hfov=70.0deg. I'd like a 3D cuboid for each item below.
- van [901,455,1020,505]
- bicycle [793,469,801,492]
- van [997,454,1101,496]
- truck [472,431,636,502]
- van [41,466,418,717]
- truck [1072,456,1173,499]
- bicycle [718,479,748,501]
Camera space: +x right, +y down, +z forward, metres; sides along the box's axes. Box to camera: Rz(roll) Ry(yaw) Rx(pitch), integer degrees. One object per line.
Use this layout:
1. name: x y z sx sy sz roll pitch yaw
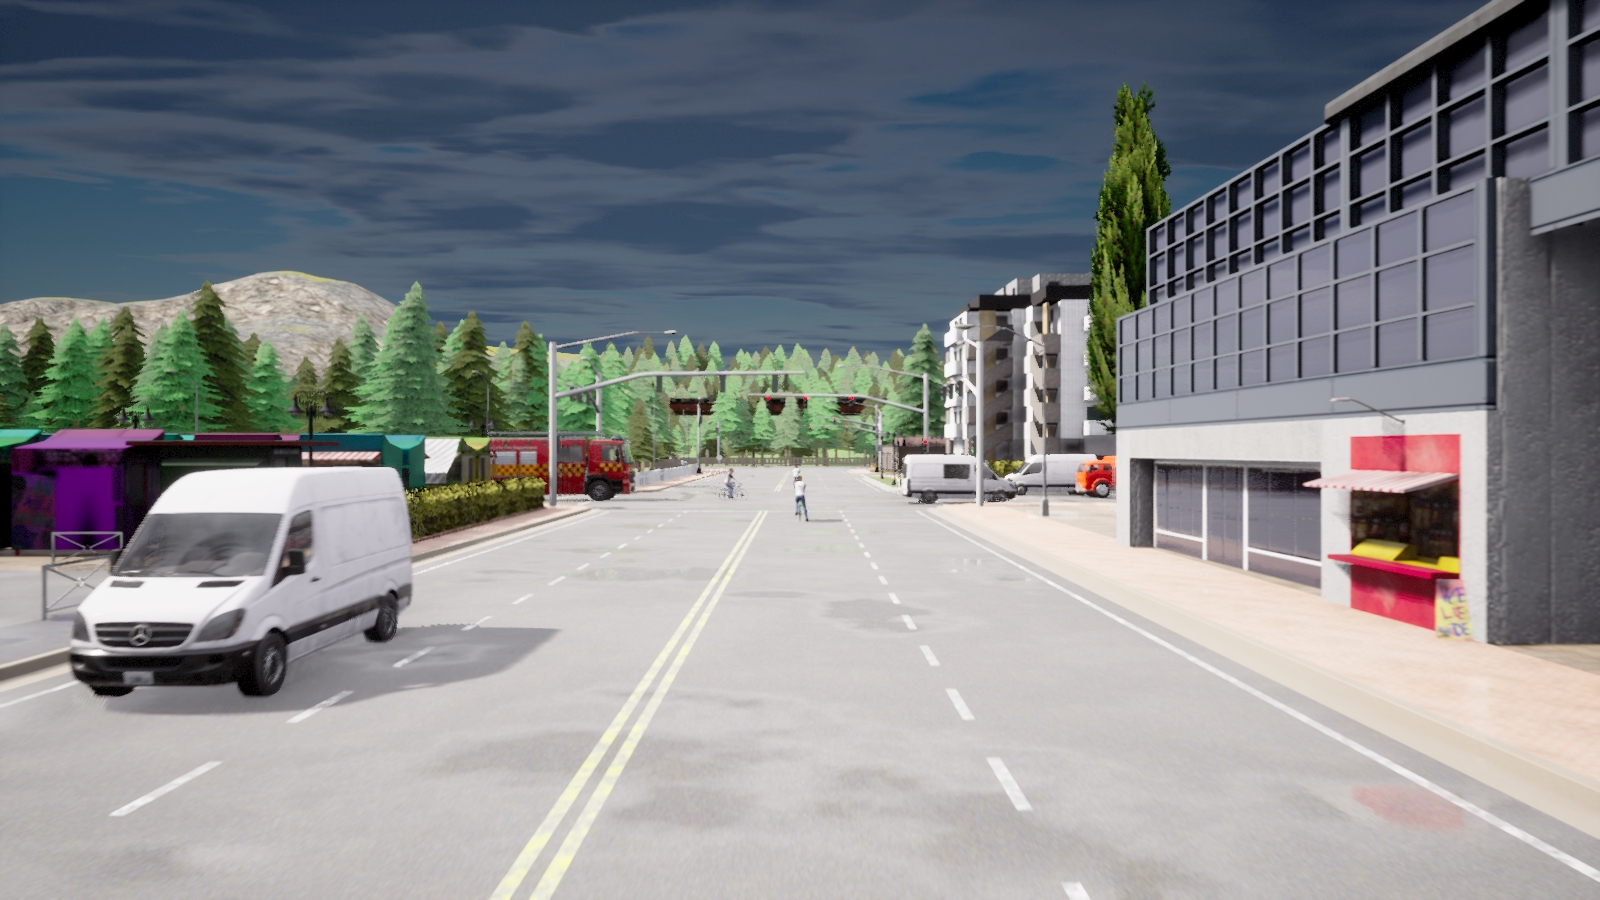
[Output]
1. van: 8.334 1.536 59.814 5.915 2.561 1.988 0 0 -2
2. bicycle: -0.199 2.058 76.798 0.373 1.496 1.643 -1 0 6
3. van: 15.338 1.536 70.553 5.915 2.561 1.988 0 0 -2
4. truck: -13.464 0.892 63.024 8.468 3.827 2.891 0 0 -1
5. van: -6.995 1.535 14.990 1.988 2.561 5.915 0 0 0
6. truck: 18.912 1.570 67.187 5.204 2.467 2.627 0 0 -2
7. bicycle: -3.683 2.208 63.064 1.643 1.196 0.373 0 0 0
